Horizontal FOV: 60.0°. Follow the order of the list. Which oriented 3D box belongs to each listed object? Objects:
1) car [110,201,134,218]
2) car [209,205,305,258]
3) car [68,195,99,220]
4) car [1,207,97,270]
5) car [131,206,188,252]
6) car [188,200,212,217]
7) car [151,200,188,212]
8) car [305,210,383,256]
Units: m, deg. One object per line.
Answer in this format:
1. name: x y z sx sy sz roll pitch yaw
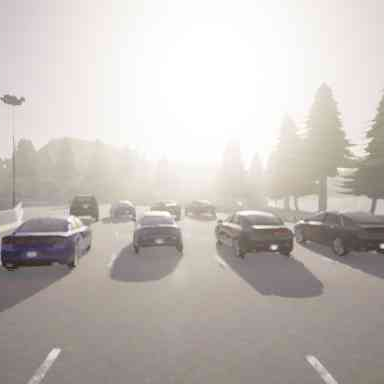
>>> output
1. car: -6.276 1.543 30.091 1.812 1.442 4.674 0 0 -21
2. car: 2.198 1.484 12.828 1.837 1.490 4.892 0 0 -9
3. car: -9.019 1.257 27.665 2.150 2.045 5.566 0 0 -21
4. car: -4.604 1.497 11.232 1.882 1.535 5.008 0 0 -9
5. car: -1.496 1.526 13.819 1.812 1.442 4.674 0 0 -9
6. car: 0.720 1.502 31.378 1.812 1.442 4.674 0 0 -21
7. car: -2.431 1.487 29.805 2.128 1.511 4.902 0 0 -21
8. car: 5.708 1.464 12.961 1.837 1.490 4.892 0 0 -9
